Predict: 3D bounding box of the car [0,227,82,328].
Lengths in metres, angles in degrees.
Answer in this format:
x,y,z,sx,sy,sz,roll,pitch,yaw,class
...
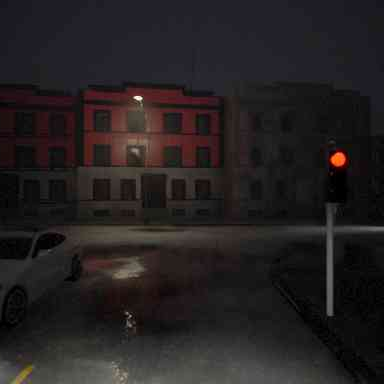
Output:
x,y,z,sx,sy,sz,roll,pitch,yaw,class
-3.806,1.526,7.098,1.812,1.442,4.674,0,0,0,car
